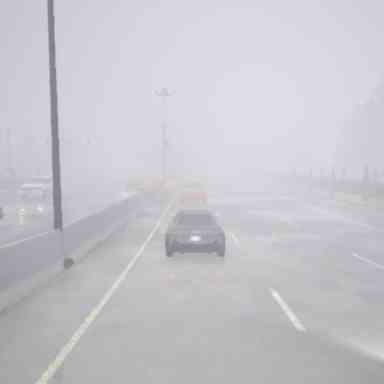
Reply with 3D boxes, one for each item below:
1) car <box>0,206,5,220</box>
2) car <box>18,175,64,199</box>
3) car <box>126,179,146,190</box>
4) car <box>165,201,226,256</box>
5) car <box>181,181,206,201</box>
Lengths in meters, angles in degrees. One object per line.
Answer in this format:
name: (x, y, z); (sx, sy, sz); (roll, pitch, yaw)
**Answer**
car: (-10.601, 1.121, 14.886); (2.033, 1.411, 5.357); (0, 3, 0)
car: (-14.052, -0.517, 31.330); (2.150, 2.045, 5.566); (0, 5, 1)
car: (-6.919, -0.990, 41.203); (1.895, 1.301, 4.718); (0, 5, 0)
car: (0.099, 1.285, 12.040); (1.994, 1.385, 4.181); (0, 3, 0)
car: (0.123, -0.176, 28.907); (2.097, 1.767, 4.553); (0, 5, 0)
